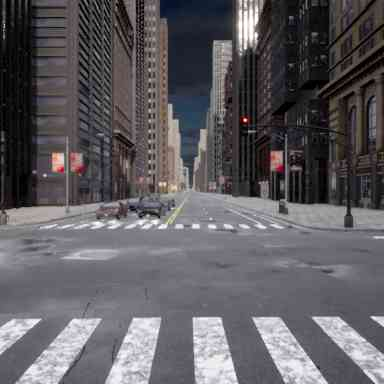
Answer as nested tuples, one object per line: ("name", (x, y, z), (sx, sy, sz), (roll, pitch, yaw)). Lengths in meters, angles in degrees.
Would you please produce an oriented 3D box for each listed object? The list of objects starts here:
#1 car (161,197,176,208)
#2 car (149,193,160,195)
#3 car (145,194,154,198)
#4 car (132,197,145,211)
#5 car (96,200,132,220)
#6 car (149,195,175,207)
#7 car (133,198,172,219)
("car", (-3.455, 1.510, 49.774), (2.033, 1.411, 5.357), (0, 0, 0))
("car", (-6.680, 1.170, 57.844), (2.150, 2.045, 5.566), (0, 0, 1))
("car", (-6.696, 1.470, 47.395), (1.837, 1.490, 4.892), (0, 0, 0))
("car", (-6.675, 1.577, 37.155), (1.895, 1.301, 4.718), (0, 0, 0))
("car", (-6.655, 1.510, 28.047), (1.812, 1.442, 4.674), (0, 0, 0))
("car", (-3.426, 1.466, 39.222), (2.128, 1.511, 4.902), (0, 0, 0))
("car", (-3.383, 1.531, 29.483), (2.033, 1.411, 5.357), (0, 0, 4))
